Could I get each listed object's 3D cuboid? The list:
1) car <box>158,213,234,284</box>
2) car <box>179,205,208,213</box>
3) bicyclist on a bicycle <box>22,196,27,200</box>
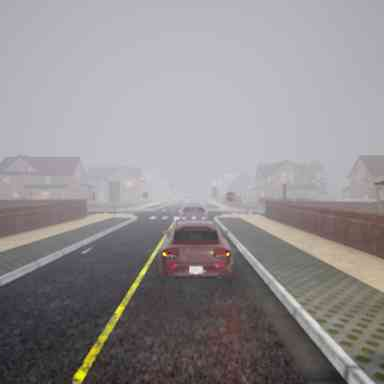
[{"bbox_3d":[0.103,1.539,9.544,1.812,1.442,4.674,0,0,0],"label":"car"},{"bbox_3d":[0.105,1.576,21.818,2.033,1.411,5.357,0,0,0],"label":"car"},{"bbox_3d":[-20.148,1.261,40.051,0.582,1.620,1.656,0,0,0],"label":"bicyclist on a bicycle"}]
